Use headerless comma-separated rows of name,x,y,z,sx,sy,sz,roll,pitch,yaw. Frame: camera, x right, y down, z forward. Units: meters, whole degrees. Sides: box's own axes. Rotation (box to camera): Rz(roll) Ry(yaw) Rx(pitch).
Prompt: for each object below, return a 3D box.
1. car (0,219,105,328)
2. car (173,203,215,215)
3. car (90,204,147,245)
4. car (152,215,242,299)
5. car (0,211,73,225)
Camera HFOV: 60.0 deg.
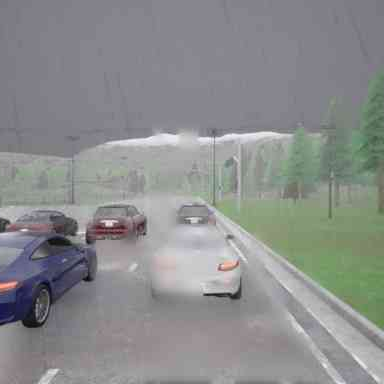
car,-3.393,1.526,6.848,1.812,1.442,4.674,0,0,0
car,0.105,1.352,17.192,2.097,1.767,4.553,0,0,0
car,-3.398,1.352,15.767,2.097,1.767,4.553,0,0,0
car,0.102,1.526,8.301,1.812,1.442,4.674,0,0,0
car,-6.897,1.564,15.705,1.994,1.385,4.181,0,0,0
